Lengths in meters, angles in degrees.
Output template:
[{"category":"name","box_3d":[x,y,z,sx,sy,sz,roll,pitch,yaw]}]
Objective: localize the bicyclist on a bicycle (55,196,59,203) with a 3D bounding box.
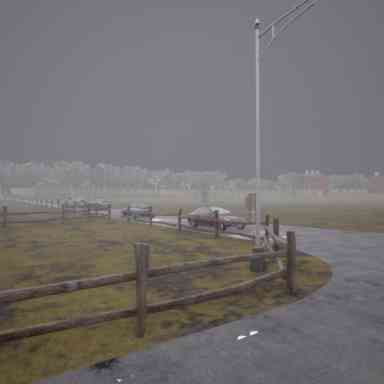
[{"category":"bicyclist on a bicycle","box_3d":[-28.555,1.562,70.430,0.866,1.612,1.509,-1,1,-35]}]

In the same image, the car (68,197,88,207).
[{"category":"car","box_3d":[-19.127,1.665,55.770,1.837,1.490,4.892,-1,1,-35]}]

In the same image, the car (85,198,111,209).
[{"category":"car","box_3d":[-13.092,1.660,47.297,2.128,1.511,4.902,-1,1,-35]}]

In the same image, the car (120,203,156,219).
[{"category":"car","box_3d":[-5.034,1.746,30.864,1.994,1.385,4.181,-1,1,-35]}]

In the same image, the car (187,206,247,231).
[{"category":"car","box_3d":[1.494,1.665,21.692,1.812,1.442,4.674,-1,1,-36]}]

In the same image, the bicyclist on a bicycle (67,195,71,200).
[{"category":"bicyclist on a bicycle","box_3d":[-23.362,1.503,63.077,0.659,1.776,1.843,-1,1,-35]}]

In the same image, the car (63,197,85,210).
[{"category":"car","box_3d":[-17.183,1.770,48.214,2.033,1.411,5.357,-1,1,-35]}]
